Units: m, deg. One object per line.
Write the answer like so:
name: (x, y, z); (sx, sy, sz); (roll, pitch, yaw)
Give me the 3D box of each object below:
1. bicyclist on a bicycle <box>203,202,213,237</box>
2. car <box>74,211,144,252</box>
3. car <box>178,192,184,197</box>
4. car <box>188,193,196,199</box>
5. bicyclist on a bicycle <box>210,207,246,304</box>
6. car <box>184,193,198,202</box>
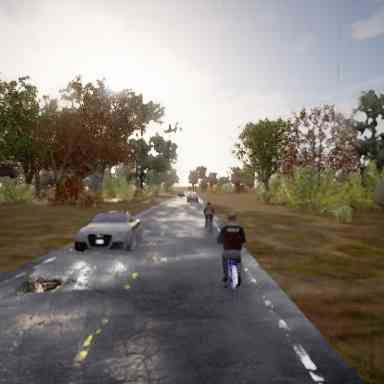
bicyclist on a bicycle: (0.831, 1.317, 16.060); (0.582, 1.620, 1.656); (0, 0, 0)
car: (-3.098, 1.453, 13.143); (1.994, 1.385, 4.181); (0, 0, 0)
car: (-2.988, 0.755, 91.602); (1.895, 1.301, 4.718); (0, 1, 0)
car: (0.010, 0.931, 73.943); (1.895, 1.301, 4.718); (0, 1, 0)
bicyclist on a bicycle: (0.827, 1.311, 7.084); (0.659, 1.776, 1.843); (0, 1, 0)
car: (0.109, 0.980, 58.078); (2.128, 1.511, 4.902); (0, 1, 0)
